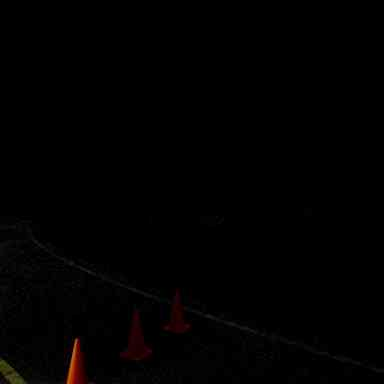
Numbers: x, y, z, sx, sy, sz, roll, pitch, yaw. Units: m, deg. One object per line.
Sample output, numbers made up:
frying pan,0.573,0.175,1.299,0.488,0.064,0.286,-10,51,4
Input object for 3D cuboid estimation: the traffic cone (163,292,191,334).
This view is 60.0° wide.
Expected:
traffic cone,-0.245,1.931,5.441,0.340,0.580,0.340,1,1,31

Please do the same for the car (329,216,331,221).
car,35.613,6.631,82.736,1.851,1.617,3.988,-4,-3,4

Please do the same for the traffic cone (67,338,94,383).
traffic cone,-1.283,1.945,3.740,0.340,0.580,0.340,1,1,31

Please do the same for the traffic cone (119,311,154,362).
traffic cone,-0.764,1.938,4.590,0.340,0.580,0.340,1,1,31
